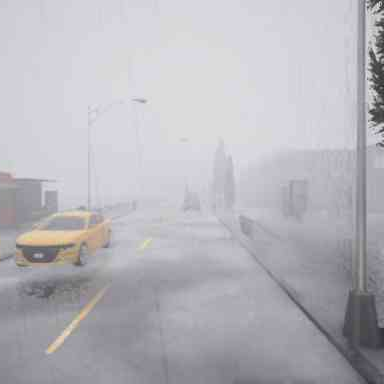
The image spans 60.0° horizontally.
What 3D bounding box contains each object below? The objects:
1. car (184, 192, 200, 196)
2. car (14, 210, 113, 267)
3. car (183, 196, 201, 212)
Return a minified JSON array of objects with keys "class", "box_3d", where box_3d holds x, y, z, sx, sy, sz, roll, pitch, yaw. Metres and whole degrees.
[{"class":"car","box_3d":[0.004,1.009,47.151,2.150,2.045,5.566,0,1,0]},{"class":"car","box_3d":[-4.097,1.425,11.393,1.882,1.535,5.008,0,0,0]},{"class":"car","box_3d":[-0.006,1.438,35.757,1.895,1.301,4.718,0,0,0]}]
